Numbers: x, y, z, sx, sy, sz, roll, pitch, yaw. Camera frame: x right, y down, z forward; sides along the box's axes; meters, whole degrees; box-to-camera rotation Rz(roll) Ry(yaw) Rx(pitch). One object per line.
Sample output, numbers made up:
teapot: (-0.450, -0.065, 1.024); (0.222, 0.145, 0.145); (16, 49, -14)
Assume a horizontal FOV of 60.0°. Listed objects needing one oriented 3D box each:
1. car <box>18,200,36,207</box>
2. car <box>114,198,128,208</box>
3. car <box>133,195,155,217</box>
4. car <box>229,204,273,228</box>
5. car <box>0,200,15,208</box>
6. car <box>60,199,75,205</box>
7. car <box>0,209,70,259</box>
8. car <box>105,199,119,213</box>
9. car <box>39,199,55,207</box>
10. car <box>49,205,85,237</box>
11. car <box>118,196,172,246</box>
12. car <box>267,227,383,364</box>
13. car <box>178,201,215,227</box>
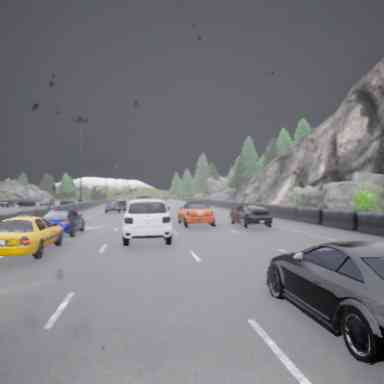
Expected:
car: (-30.361, 2.108, 61.299); (1.895, 1.301, 4.718); (-1, 0, -9)
car: (-11.651, 1.774, 54.618); (1.882, 1.535, 5.008); (-1, 0, -9)
car: (-5.176, 1.407, 35.884); (2.150, 2.045, 5.566); (-1, 0, -9)
car: (3.908, 1.563, 22.666); (1.837, 1.490, 4.892); (-1, 0, -9)
car: (-33.758, 2.100, 60.353); (1.994, 1.385, 4.181); (-1, 0, -9)
car: (-23.479, 2.040, 62.573); (1.895, 1.301, 4.718); (-1, 0, -8)
car: (-6.410, 1.600, 12.997); (1.801, 1.575, 5.366); (-1, 0, -9)
car: (-9.480, 1.789, 40.453); (2.033, 1.411, 5.357); (-1, 0, -8)
car: (-26.933, 2.002, 62.003); (1.812, 1.442, 4.674); (-1, 0, -8)
car: (-7.281, 1.696, 18.748); (1.812, 1.442, 4.674); (-1, 0, -9)
car: (-2.216, 1.333, 16.332); (2.150, 2.045, 5.566); (-1, 0, -9)
car: (2.899, 1.573, 5.960); (1.994, 1.385, 4.181); (-1, 0, -9)
car: (0.214, 1.452, 23.677); (2.097, 1.767, 4.553); (-1, 0, -9)
